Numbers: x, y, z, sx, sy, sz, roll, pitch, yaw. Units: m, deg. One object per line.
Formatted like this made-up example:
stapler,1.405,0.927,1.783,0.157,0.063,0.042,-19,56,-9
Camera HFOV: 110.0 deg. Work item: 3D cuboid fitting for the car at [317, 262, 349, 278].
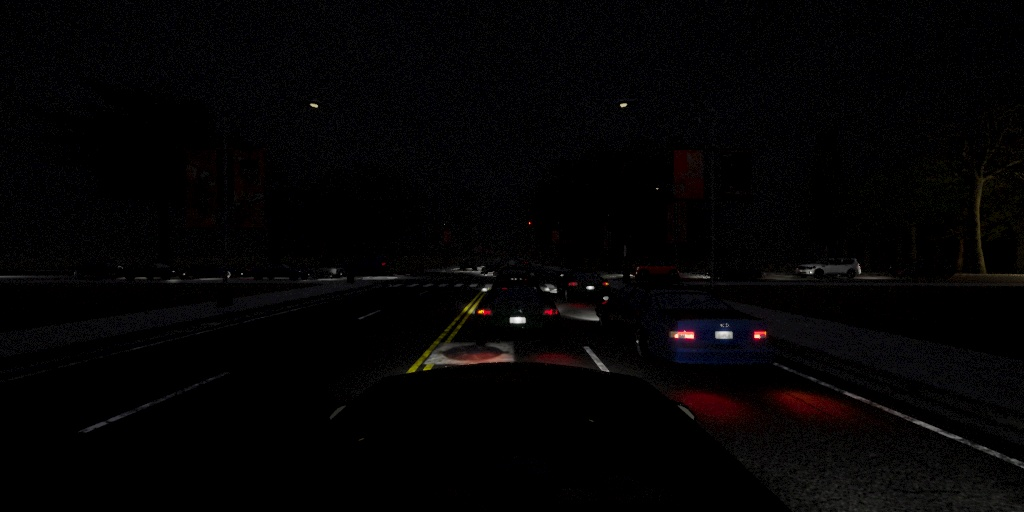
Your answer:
car,-18.075,1.363,33.286,4.718,1.301,1.895,0,0,-1

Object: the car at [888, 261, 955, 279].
car,42.660,1.565,37.146,4.902,1.511,2.128,0,0,0

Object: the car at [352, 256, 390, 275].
car,-16.355,1.000,39.649,5.566,2.045,2.150,0,0,1

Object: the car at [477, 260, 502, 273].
car,-2.530,1.390,42.465,2.033,1.411,5.357,0,0,-13

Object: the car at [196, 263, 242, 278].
car,-27.216,1.330,33.201,4.718,1.301,1.895,0,0,-1

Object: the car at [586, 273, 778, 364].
car,3.354,1.302,8.195,2.033,1.411,5.357,0,0,0

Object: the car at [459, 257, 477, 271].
car,-6.576,1.138,54.288,2.150,2.045,5.566,0,0,0

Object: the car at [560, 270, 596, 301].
car,3.358,1.339,17.438,1.994,1.385,4.181,0,0,0

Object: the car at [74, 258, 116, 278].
car,-37.220,1.049,33.113,4.553,1.767,2.097,0,0,0

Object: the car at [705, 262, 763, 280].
car,20.811,1.428,33.644,4.902,1.511,2.128,0,0,1

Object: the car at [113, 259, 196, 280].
car,-29.711,1.241,29.927,4.674,1.442,1.812,0,0,-1

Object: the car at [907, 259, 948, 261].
car,45.927,1.325,40.394,5.566,2.045,2.150,0,0,0

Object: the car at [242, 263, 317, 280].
car,-19.388,1.278,30.033,4.674,1.442,1.812,0,0,-2

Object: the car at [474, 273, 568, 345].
car,0.107,1.320,9.544,1.994,1.385,4.181,0,0,0

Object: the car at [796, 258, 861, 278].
car,32.677,1.228,37.096,5.566,2.045,2.150,0,0,0

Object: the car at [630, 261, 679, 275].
car,14.601,1.263,36.946,4.553,1.767,2.097,0,0,-1

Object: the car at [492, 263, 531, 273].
car,0.099,1.282,18.450,1.837,1.490,4.892,0,0,0
